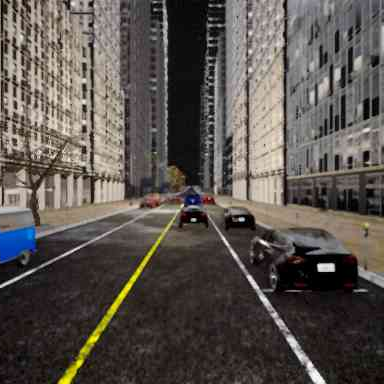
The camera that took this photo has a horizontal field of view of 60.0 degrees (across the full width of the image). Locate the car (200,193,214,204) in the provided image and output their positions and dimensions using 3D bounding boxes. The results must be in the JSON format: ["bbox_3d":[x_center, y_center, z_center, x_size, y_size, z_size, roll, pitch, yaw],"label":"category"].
[{"bbox_3d":[2.682,1.155,60.021,2.192,1.841,5.009,0,0,0],"label":"car"}]

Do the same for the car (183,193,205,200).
[{"bbox_3d":[0.101,1.128,39.879,2.150,2.045,5.566,0,0,0],"label":"car"}]

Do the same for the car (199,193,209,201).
[{"bbox_3d":[2.682,1.091,77.116,2.192,1.841,5.009,0,0,0],"label":"car"}]

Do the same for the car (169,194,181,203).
[{"bbox_3d":[-3.033,1.432,62.420,1.895,1.301,4.718,0,0,1],"label":"car"}]

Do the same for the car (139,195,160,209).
[{"bbox_3d":[-5.696,1.440,42.928,1.887,1.381,4.507,0,0,0],"label":"car"}]

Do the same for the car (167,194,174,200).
[{"bbox_3d":[-5.699,1.256,88.345,1.752,1.417,4.829,0,0,0],"label":"car"}]

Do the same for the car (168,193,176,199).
[{"bbox_3d":[-5.700,1.145,94.215,1.967,1.590,4.097,0,0,0],"label":"car"}]

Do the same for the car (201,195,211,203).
[{"bbox_3d":[2.683,1.344,65.890,1.752,1.417,4.829,0,0,0],"label":"car"}]

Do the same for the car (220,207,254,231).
[{"bbox_3d":[2.685,1.521,20.133,1.947,1.339,4.313,0,0,0],"label":"car"}]

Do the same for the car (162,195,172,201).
[{"bbox_3d":[-5.699,1.327,77.119,2.008,1.369,4.403,0,0,0],"label":"car"}]

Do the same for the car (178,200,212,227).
[{"bbox_3d":[0.102,1.476,22.064,1.812,1.442,4.674,0,0,0],"label":"car"}]

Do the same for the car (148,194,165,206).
[{"bbox_3d":[-5.698,1.193,48.627,2.192,1.841,5.009,0,0,0],"label":"car"}]

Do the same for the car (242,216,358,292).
[{"bbox_3d":[2.686,1.548,8.737,1.947,1.339,4.313,0,0,0],"label":"car"}]

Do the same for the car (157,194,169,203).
[{"bbox_3d":[-5.698,1.259,65.722,1.967,1.590,4.097,0,0,0],"label":"car"}]

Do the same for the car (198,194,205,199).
[{"bbox_3d":[2.682,1.255,94.215,2.008,1.369,4.403,0,0,0],"label":"car"}]

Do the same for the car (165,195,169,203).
[{"bbox_3d":[-5.698,1.280,60.023,1.967,1.590,4.097,0,0,0],"label":"car"}]

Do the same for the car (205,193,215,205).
[{"bbox_3d":[2.683,1.174,54.322,2.192,1.841,5.009,0,0,0],"label":"car"}]

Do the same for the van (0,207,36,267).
[{"bbox_3d":[-5.695,1.323,8.739,1.690,1.788,3.998,0,0,0],"label":"van"}]

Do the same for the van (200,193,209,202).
[{"bbox_3d":[2.682,1.139,71.417,1.690,1.788,3.998,0,0,0],"label":"van"}]
